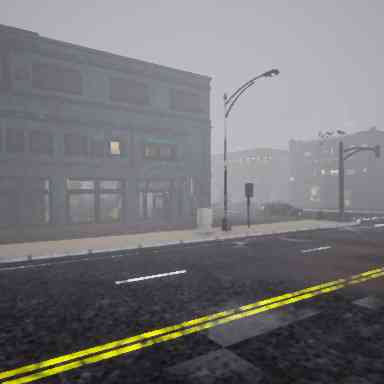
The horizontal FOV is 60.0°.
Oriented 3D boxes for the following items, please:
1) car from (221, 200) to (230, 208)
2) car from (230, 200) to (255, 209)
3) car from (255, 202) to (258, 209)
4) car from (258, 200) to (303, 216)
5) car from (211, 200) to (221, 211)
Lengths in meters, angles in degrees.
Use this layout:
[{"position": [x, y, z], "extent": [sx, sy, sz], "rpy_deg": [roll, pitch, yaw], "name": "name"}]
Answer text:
[{"position": [5.158, 1.962, 55.584], "extent": [1.802, 1.307, 4.206], "rpy_deg": [-2, 0, -35], "name": "car"}, {"position": [8.365, 1.900, 51.074], "extent": [1.802, 1.307, 4.206], "rpy_deg": [-2, 0, -35], "name": "car"}, {"position": [11.573, 1.806, 46.563], "extent": [2.008, 1.369, 4.403], "rpy_deg": [-2, 0, -35], "name": "car"}, {"position": [9.482, 1.811, 34.836], "extent": [1.947, 1.339, 4.313], "rpy_deg": [-1, 0, -35], "name": "car"}, {"position": [1.535, 1.843, 46.214], "extent": [1.967, 1.590, 4.097], "rpy_deg": [-1, 0, -35], "name": "car"}]
